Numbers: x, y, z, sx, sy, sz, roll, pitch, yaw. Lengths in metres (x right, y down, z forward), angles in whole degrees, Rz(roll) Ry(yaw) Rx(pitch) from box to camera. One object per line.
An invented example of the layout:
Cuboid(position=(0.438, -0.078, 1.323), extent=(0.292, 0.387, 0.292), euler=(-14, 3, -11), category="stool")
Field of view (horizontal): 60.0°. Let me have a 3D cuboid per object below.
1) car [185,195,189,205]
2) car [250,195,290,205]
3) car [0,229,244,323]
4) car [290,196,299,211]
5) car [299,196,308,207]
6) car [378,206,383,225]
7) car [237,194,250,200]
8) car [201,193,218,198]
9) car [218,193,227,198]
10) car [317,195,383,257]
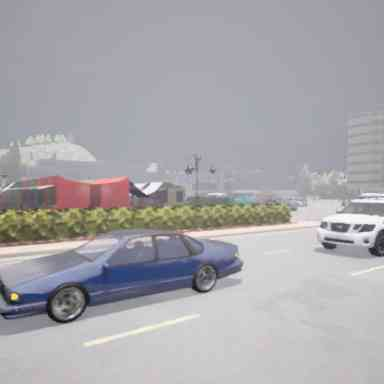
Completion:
Cuboid(position=(-2.219, 1.311, 56.164), extent=(1.932, 1.855, 4.605), euler=(0, 0, -35), category="car")
Cuboid(position=(10.976, 1.330, 47.024), extent=(1.932, 1.855, 4.605), euler=(0, 0, -35), category="car")
Cuboid(position=(-1.275, 1.559, 7.375), extent=(5.357, 1.411, 2.033), euler=(0, 0, -35), category="car")
Cuboid(position=(13.143, 1.549, 48.606), extent=(1.784, 1.438, 3.905), euler=(0, 0, -35), category="car")
Cuboid(position=(15.513, 1.591, 50.269), extent=(1.970, 1.475, 3.806), euler=(0, 0, -35), category="car")
Cuboid(position=(15.191, 1.601, 23.283), extent=(4.718, 1.301, 1.895), euler=(0, 0, -35), category="car")
Cuboid(position=(11.559, 1.610, 65.944), extent=(1.970, 1.475, 3.806), euler=(0, 0, -35), category="car")
Cuboid(position=(3.741, 1.380, 81.796), extent=(1.905, 1.878, 3.866), euler=(0, 0, -35), category="car")
Cuboid(position=(6.141, 1.387, 83.414), extent=(1.932, 1.855, 4.605), euler=(0, 0, -35), category="car")
Cuboid(position=(7.496, 1.268, 13.599), extent=(5.566, 2.045, 2.150), euler=(0, 0, -36), category="car")
